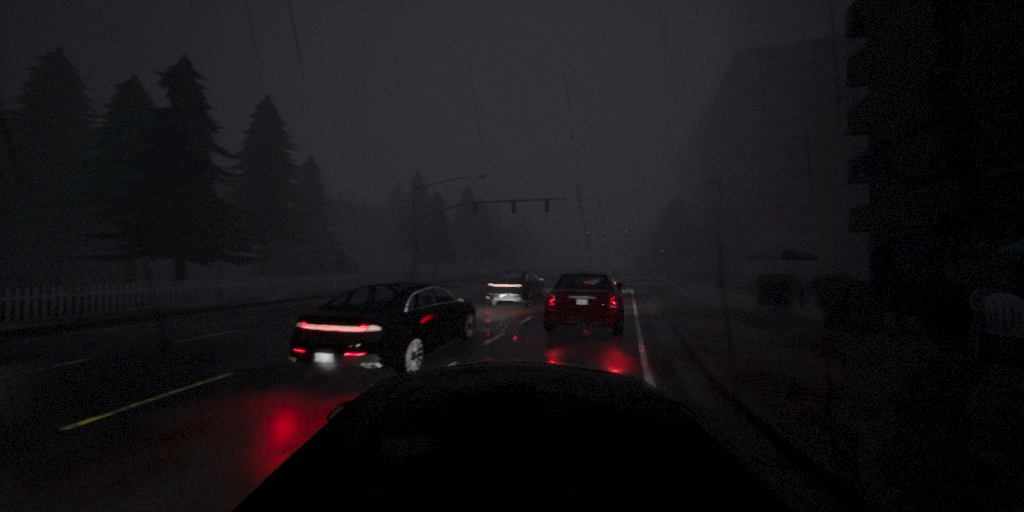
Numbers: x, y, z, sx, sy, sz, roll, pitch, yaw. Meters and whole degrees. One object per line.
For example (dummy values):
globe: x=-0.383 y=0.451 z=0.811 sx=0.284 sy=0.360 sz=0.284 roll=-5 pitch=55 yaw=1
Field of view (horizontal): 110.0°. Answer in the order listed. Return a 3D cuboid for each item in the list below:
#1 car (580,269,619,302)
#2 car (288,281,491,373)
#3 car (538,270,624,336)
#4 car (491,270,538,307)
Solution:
car: x=4.962 y=1.510 z=19.849 sx=1.812 sy=1.442 sz=4.674 roll=0 pitch=-1 yaw=18
car: x=-2.203 y=1.296 z=7.570 sx=2.128 sy=1.511 sz=4.902 roll=0 pitch=-1 yaw=12
car: x=2.366 y=1.224 z=11.249 sx=2.097 sy=1.767 sz=4.553 roll=0 pitch=-1 yaw=16
car: x=0.315 y=1.413 z=16.628 sx=2.128 sy=1.511 sz=4.902 roll=0 pitch=-1 yaw=17
